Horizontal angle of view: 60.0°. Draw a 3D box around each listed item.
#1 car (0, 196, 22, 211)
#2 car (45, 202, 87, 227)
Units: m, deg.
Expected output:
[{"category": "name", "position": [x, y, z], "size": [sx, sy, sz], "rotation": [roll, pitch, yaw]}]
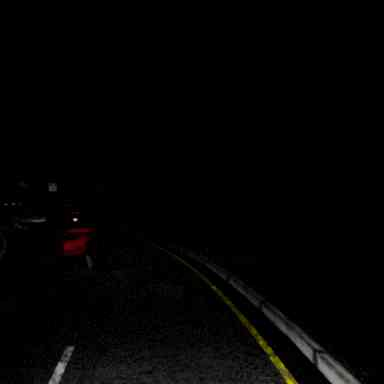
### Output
[{"category": "car", "position": [-18.931, 1.142, 32.852], "size": [5.357, 1.411, 2.033], "rotation": [2, 1, 35]}, {"category": "car", "position": [-8.492, 1.422, 22.280], "size": [1.837, 1.490, 4.892], "rotation": [0, 0, -35]}]
